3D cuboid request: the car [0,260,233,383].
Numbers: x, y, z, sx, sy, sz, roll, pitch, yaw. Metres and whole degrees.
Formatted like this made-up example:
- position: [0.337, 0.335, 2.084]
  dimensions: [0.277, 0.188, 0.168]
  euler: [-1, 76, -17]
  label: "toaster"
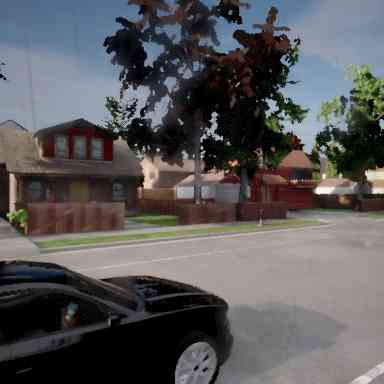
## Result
- position: [-1.800, 1.477, 3.378]
  dimensions: [5.008, 1.535, 1.882]
  euler: [0, 0, -35]
  label: "car"
